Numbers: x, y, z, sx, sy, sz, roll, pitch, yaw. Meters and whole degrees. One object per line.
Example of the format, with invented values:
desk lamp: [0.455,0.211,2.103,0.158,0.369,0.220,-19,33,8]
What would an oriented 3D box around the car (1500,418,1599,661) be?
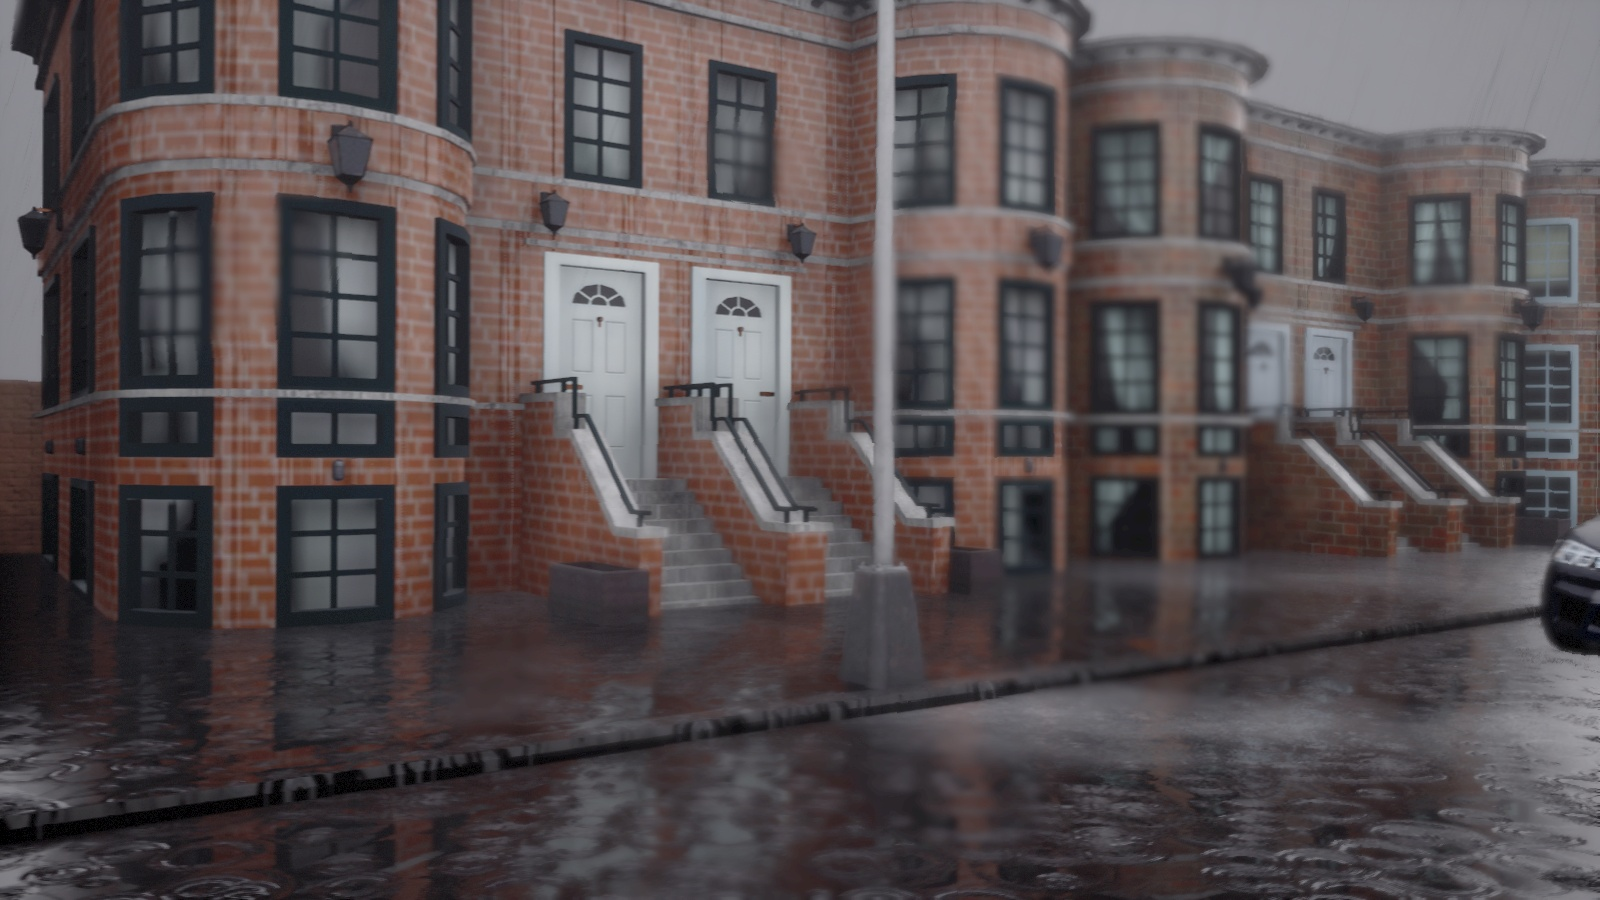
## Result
car: [7.658,0.617,9.572,4.611,1.667,2.242,0,0,-35]
